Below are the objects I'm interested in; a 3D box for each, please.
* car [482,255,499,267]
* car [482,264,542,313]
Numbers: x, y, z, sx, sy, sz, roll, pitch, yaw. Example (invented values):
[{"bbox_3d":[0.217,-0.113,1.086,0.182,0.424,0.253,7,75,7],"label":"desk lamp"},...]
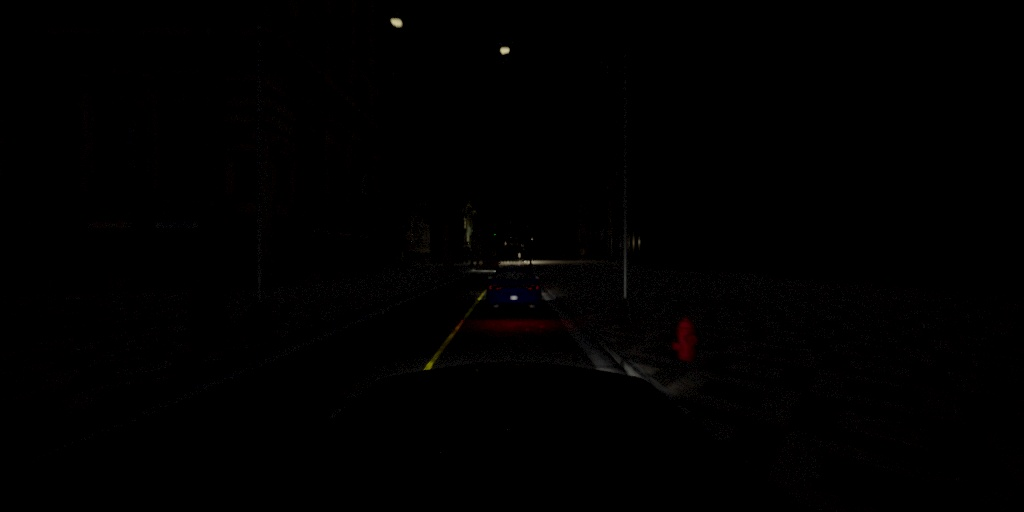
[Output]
[{"bbox_3d":[-3.086,0.928,52.130,2.150,2.045,5.566,0,0,0],"label":"car"},{"bbox_3d":[0.062,1.208,13.866,1.882,1.535,5.008,0,-1,0],"label":"car"}]
